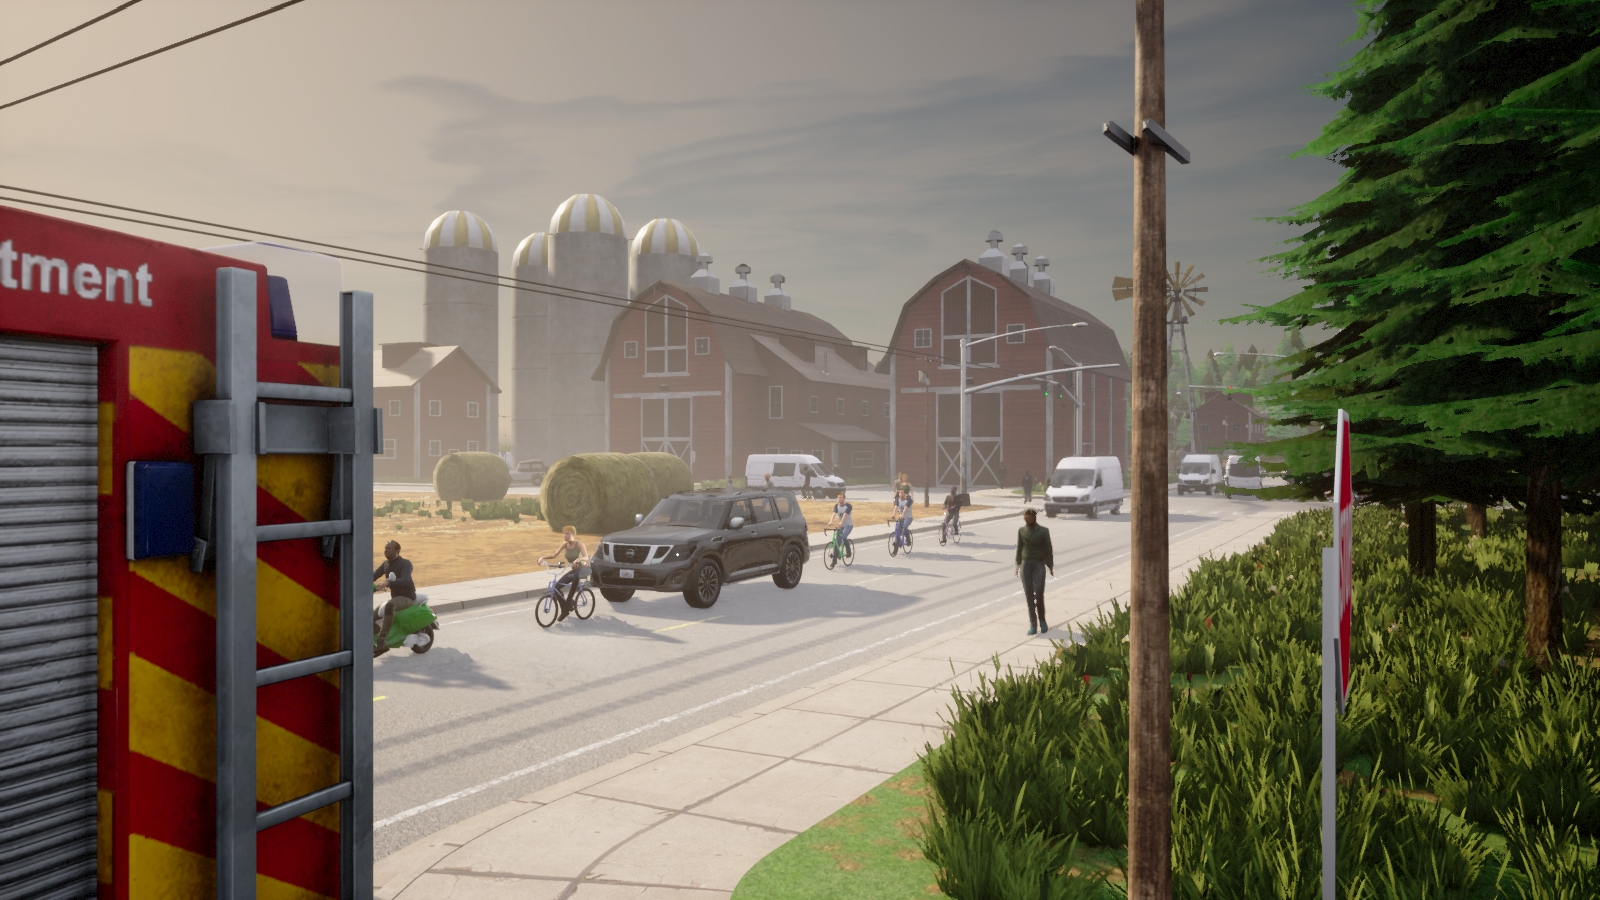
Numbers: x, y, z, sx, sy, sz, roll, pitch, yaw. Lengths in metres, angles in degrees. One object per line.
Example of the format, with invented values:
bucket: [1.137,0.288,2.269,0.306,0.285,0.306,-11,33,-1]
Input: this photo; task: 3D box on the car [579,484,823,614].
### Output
car: [-1.733,1.779,22.472,2.150,2.045,5.566,0,0,27]

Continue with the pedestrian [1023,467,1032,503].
pedestrian: [11.758,1.824,59.059,0.375,1.860,0.375,0,0,28]

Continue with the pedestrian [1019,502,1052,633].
pedestrian: [3.430,1.696,16.630,0.375,1.860,0.375,0,0,28]

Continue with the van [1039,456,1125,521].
van: [12.015,1.535,48.344,1.988,2.561,5.915,0,0,29]

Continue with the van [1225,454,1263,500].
van: [26.371,1.535,67.915,1.988,2.561,5.915,0,0,21]

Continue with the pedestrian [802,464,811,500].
pedestrian: [0.346,1.670,59.689,0.375,1.860,0.375,0,0,17]

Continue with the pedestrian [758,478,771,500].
pedestrian: [-1.865,2.049,59.882,0.500,1.100,0.500,0,0,24]

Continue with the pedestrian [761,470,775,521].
pedestrian: [-1.175,1.677,42.401,0.375,1.860,0.375,0,0,43]

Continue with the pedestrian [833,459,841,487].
pedestrian: [2.517,1.551,76.946,0.375,1.860,0.375,0,0,42]

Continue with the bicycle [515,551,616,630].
bicycle: [-3.808,2.256,18.627,0.859,1.080,1.487,0,0,28]

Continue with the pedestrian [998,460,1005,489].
pedestrian: [12.975,1.551,73.498,0.375,1.860,0.375,0,0,4]

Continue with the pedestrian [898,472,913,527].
pedestrian: [3.641,1.695,39.371,0.375,1.860,0.375,0,0,32]

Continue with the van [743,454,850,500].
van: [-0.220,1.504,65.696,5.915,2.561,1.988,0,0,27]

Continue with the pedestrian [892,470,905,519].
pedestrian: [3.780,1.687,43.761,0.375,1.860,0.375,0,0,34]

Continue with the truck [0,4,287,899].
truck: [-6.052,0.867,3.685,8.468,3.827,2.891,0,0,21]

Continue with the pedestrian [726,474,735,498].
pedestrian: [-3.775,1.951,61.969,0.375,1.300,0.375,0,0,33]

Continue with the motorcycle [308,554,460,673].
motorcycle: [-5.549,2.142,15.359,0.856,1.316,1.805,0,0,28]

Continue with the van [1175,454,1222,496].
van: [25.715,1.534,73.539,1.988,2.561,5.915,0,0,28]
